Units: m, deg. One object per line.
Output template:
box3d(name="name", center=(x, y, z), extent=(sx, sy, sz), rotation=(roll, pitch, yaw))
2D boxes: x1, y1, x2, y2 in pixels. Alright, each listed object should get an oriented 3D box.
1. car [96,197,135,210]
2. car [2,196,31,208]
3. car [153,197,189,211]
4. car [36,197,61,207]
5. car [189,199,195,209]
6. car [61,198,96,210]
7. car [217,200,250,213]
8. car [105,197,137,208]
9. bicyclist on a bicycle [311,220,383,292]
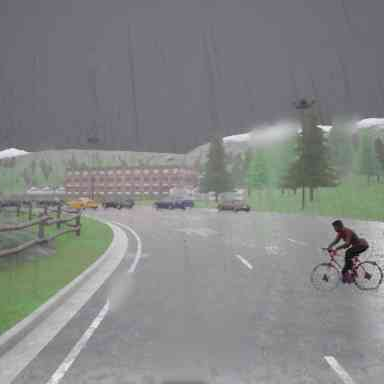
box3d(name="car", center=(-9.753, 1.491, 43.196), extent=(4.902, 1.511, 2.128), rotation=(0, 0, 40))
box3d(name="car", center=(-25.603, 1.352, 48.256), extent=(4.553, 1.767, 2.097), rotation=(0, 0, 20))
box3d(name="car", center=(-2.915, 1.352, 41.774), extent=(2.097, 1.767, 4.553), rotation=(0, 0, -42))
box3d(name="car", center=(-21.360, 1.526, 50.283), extent=(4.674, 1.442, 1.812), rotation=(0, 0, 24))
box3d(name="car", center=(-1.782, 1.478, 45.638), extent=(1.882, 1.535, 5.008), rotation=(0, 0, -43))
box3d(name="car", center=(-13.975, 1.478, 42.121), extent=(5.008, 1.535, 1.882), rotation=(0, 0, 36))
box3d(name="car", center=(4.676, 1.564, 37.926), extent=(1.994, 1.385, 4.181), rotation=(0, 0, -33))
box3d(name="car", center=(-10.364, 1.505, 48.273), extent=(4.892, 1.490, 1.837), rotation=(0, 0, 37))
box3d(name="bicyclist on a bicycle", center=(3.477, 1.455, 7.511), extent=(1.656, 1.620, 0.582), rotation=(-2, 0, -1))
